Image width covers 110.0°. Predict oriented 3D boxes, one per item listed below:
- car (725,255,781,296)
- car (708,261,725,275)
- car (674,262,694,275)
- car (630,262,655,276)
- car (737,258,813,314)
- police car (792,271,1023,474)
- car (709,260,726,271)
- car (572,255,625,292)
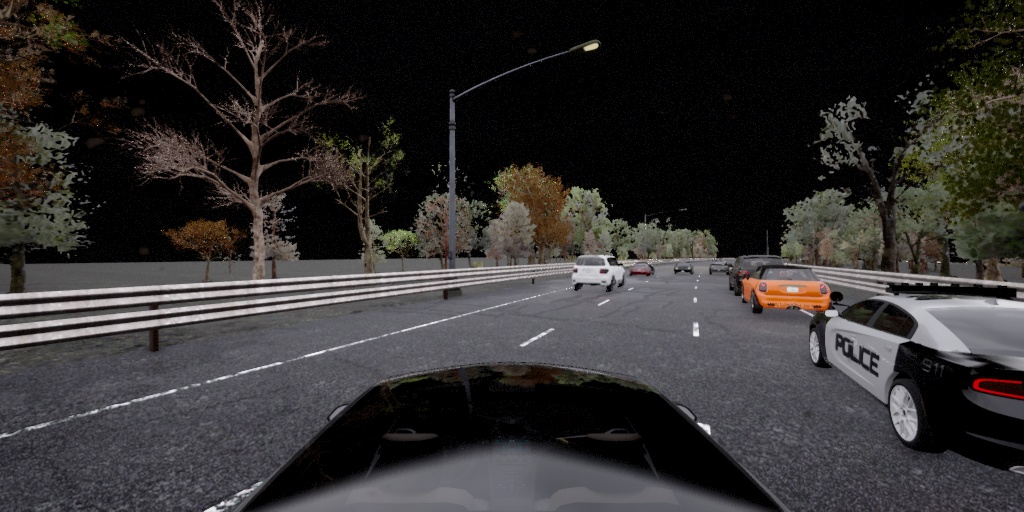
[{"bbox_3d":[12.749,0.981,18.756,2.150,2.045,5.566,0,0,27],"label":"car"},{"bbox_3d":[22.655,1.268,39.244,2.128,1.511,4.902,0,0,30],"label":"car"},{"bbox_3d":[19.528,1.377,40.671,1.895,1.301,4.718,0,0,29],"label":"car"},{"bbox_3d":[13.452,1.333,36.889,1.994,1.385,4.181,0,0,28],"label":"car"},{"bbox_3d":[10.006,1.104,13.438,2.097,1.767,4.553,0,0,27],"label":"car"},{"bbox_3d":[5.634,1.175,4.740,1.930,1.638,5.238,0,0,26],"label":"police car"},{"bbox_3d":[29.190,1.342,50.863,2.033,1.411,5.357,0,0,30],"label":"car"},{"bbox_3d":[5.358,0.978,21.743,2.150,2.045,5.566,0,0,27],"label":"car"}]
